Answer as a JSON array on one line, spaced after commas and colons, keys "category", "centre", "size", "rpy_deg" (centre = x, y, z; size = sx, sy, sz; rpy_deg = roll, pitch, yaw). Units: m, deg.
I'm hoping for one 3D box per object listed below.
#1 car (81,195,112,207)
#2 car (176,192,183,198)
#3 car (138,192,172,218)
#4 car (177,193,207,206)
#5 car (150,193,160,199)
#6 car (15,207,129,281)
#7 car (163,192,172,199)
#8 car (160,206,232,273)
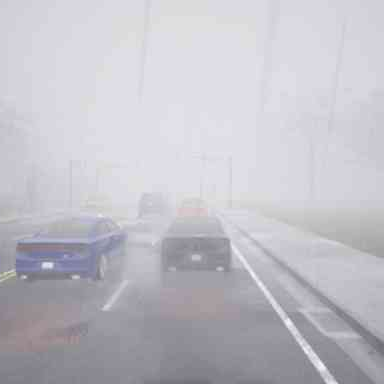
[{"category": "car", "centre": [-9.739, 1.150, 33.993], "size": [2.097, 1.767, 4.553], "rpy_deg": [0, 0, 0]}, {"category": "car", "centre": [-3.185, 0.937, 86.221], "size": [2.033, 1.411, 5.357], "rpy_deg": [0, 0, 0]}, {"category": "car", "centre": [-3.128, 1.056, 27.842], "size": [2.150, 2.045, 5.566], "rpy_deg": [0, 0, 0]}, {"category": "car", "centre": [0.122, 1.191, 27.221], "size": [2.097, 1.767, 4.553], "rpy_deg": [0, 0, 0]}, {"category": "car", "centre": [-9.684, 0.985, 88.121], "size": [2.033, 1.411, 5.357], "rpy_deg": [0, 0, 0]}, {"category": "car", "centre": [-3.142, 1.420, 9.717], "size": [1.882, 1.535, 5.008], "rpy_deg": [0, 1, 0]}, {"category": "car", "centre": [-6.433, 0.800, 88.147], "size": [2.097, 1.767, 4.553], "rpy_deg": [0, 0, 0]}, {"category": "car", "centre": [0.111, 1.416, 10.441], "size": [1.882, 1.535, 5.008], "rpy_deg": [0, 0, 0]}]
